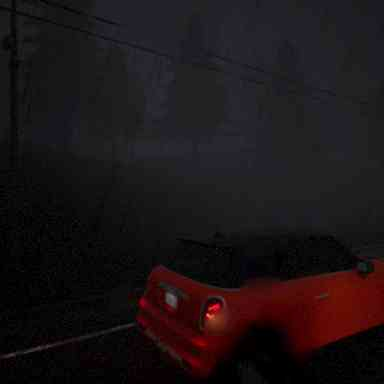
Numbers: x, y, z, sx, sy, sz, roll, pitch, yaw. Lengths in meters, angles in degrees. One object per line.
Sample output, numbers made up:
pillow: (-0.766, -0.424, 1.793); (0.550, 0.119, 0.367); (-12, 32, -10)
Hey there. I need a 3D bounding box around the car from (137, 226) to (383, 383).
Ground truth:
car: (1.537, 1.349, 5.247); (4.553, 1.767, 2.097); (0, 0, -32)
